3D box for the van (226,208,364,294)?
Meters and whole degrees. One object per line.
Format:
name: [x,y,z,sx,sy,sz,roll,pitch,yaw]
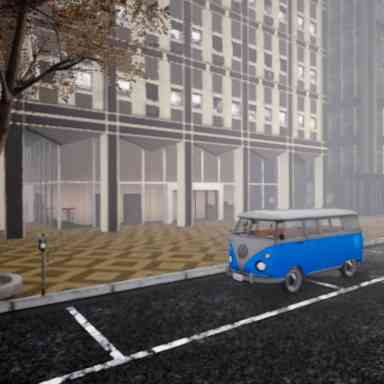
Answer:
van: [2.718,1.338,8.499,3.998,1.788,1.690,0,0,-35]
